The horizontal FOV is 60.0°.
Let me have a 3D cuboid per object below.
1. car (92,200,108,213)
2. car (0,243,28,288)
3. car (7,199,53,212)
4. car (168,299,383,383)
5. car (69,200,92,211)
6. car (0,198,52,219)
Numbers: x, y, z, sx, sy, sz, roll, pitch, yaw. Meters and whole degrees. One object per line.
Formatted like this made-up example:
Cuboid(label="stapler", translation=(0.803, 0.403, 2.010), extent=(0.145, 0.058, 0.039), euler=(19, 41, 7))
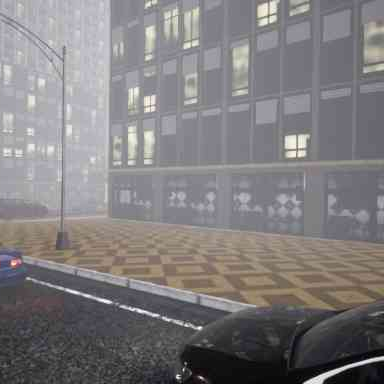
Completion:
Cuboid(label="car", translation=(-9.254, 1.828, 40.169), extent=(1.752, 1.417, 4.829), euler=(1, 0, 37))
Cuboid(label="car", translation=(-6.115, 1.543, 8.065), extent=(5.357, 1.411, 2.033), euler=(0, 0, 36))
Cuboid(label="car", translation=(-19.549, 1.640, 40.352), extent=(1.752, 1.417, 4.829), euler=(1, 0, 37))
Cuboid(label="car", translation=(2.030, 1.505, 2.233), extent=(4.892, 1.490, 1.837), euler=(0, 0, 35))
Cuboid(label="car", translation=(-13.546, 1.762, 44.089), extent=(2.033, 1.411, 5.357), euler=(1, 0, 37))
Cuboid(label="car", translation=(-16.069, 1.517, 30.971), extent=(2.192, 1.841, 5.009), euler=(1, 0, 37))
